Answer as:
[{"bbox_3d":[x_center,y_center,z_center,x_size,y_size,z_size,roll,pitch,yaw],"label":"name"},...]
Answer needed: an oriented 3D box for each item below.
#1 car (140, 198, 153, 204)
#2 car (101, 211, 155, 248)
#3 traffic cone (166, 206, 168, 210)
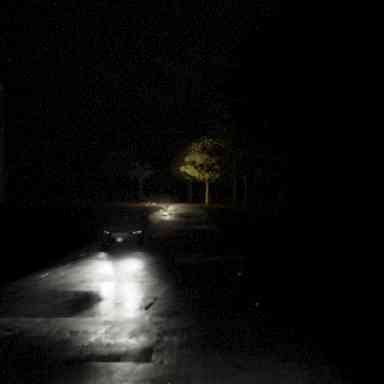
[{"bbox_3d":[-11.497,2.164,84.303,1.812,1.442,4.674,0,0,-34],"label":"car"},{"bbox_3d":[-2.863,1.646,15.613,2.128,1.511,4.902,0,-1,0],"label":"car"},{"bbox_3d":[-3.891,2.404,46.091,0.340,0.580,0.340,0,-1,0],"label":"traffic cone"}]
